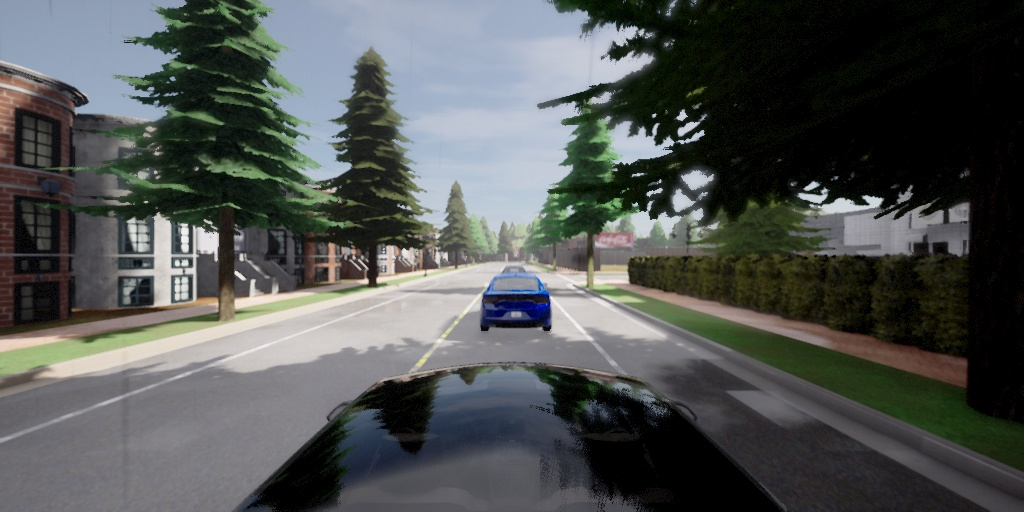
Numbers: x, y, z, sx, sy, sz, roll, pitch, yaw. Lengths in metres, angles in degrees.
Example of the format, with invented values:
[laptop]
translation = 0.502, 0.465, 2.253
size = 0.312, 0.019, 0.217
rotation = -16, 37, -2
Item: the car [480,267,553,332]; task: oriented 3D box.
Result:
[car]
translation = 0.109, 1.260, 11.058
size = 1.882, 1.535, 5.008
rotation = 0, 0, 0
